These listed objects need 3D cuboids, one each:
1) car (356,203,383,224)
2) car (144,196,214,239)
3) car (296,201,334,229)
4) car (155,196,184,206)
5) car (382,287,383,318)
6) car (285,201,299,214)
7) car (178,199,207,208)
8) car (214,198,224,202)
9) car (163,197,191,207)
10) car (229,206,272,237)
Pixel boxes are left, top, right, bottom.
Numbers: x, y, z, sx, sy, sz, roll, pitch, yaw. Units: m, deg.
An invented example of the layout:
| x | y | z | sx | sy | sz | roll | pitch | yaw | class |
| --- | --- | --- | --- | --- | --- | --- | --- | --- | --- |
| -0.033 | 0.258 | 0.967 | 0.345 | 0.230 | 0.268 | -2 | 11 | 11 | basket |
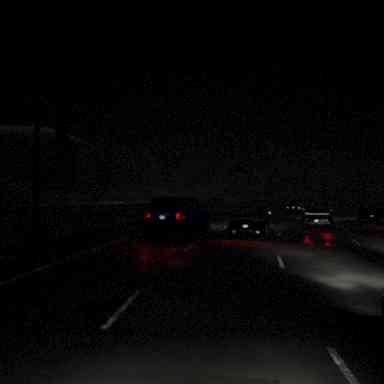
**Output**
| x | y | z | sx | sy | sz | roll | pitch | yaw | class |
| --- | --- | --- | --- | --- | --- | --- | --- | --- | --- |
| 13.915 | 1.571 | 25.861 | 1.882 | 1.535 | 5.008 | 0 | 0 | 27 | car |
| -0.620 | 1.243 | 17.655 | 2.150 | 2.045 | 5.566 | 0 | 0 | 16 | car |
| 8.507 | 1.557 | 22.575 | 2.128 | 1.511 | 4.902 | 0 | 0 | 22 | car |
| -3.737 | 1.533 | 55.997 | 1.882 | 1.535 | 5.008 | 0 | 0 | 39 | car |
| 3.916 | 1.513 | 3.500 | 2.128 | 1.511 | 4.902 | 0 | 0 | 4 | car |
| 11.667 | 1.644 | 35.706 | 2.033 | 1.411 | 5.357 | 0 | 0 | 34 | car |
| 0.124 | 1.665 | 49.721 | 1.895 | 1.301 | 4.718 | 0 | 0 | 38 | car |
| 2.906 | 1.579 | 47.558 | 1.837 | 1.490 | 4.892 | 0 | 0 | 38 | car |
| -2.292 | 1.582 | 52.253 | 1.812 | 1.442 | 4.674 | 0 | 0 | 38 | car |
| 3.317 | 1.516 | 18.493 | 1.882 | 1.535 | 5.008 | 0 | 0 | 17 | car |
